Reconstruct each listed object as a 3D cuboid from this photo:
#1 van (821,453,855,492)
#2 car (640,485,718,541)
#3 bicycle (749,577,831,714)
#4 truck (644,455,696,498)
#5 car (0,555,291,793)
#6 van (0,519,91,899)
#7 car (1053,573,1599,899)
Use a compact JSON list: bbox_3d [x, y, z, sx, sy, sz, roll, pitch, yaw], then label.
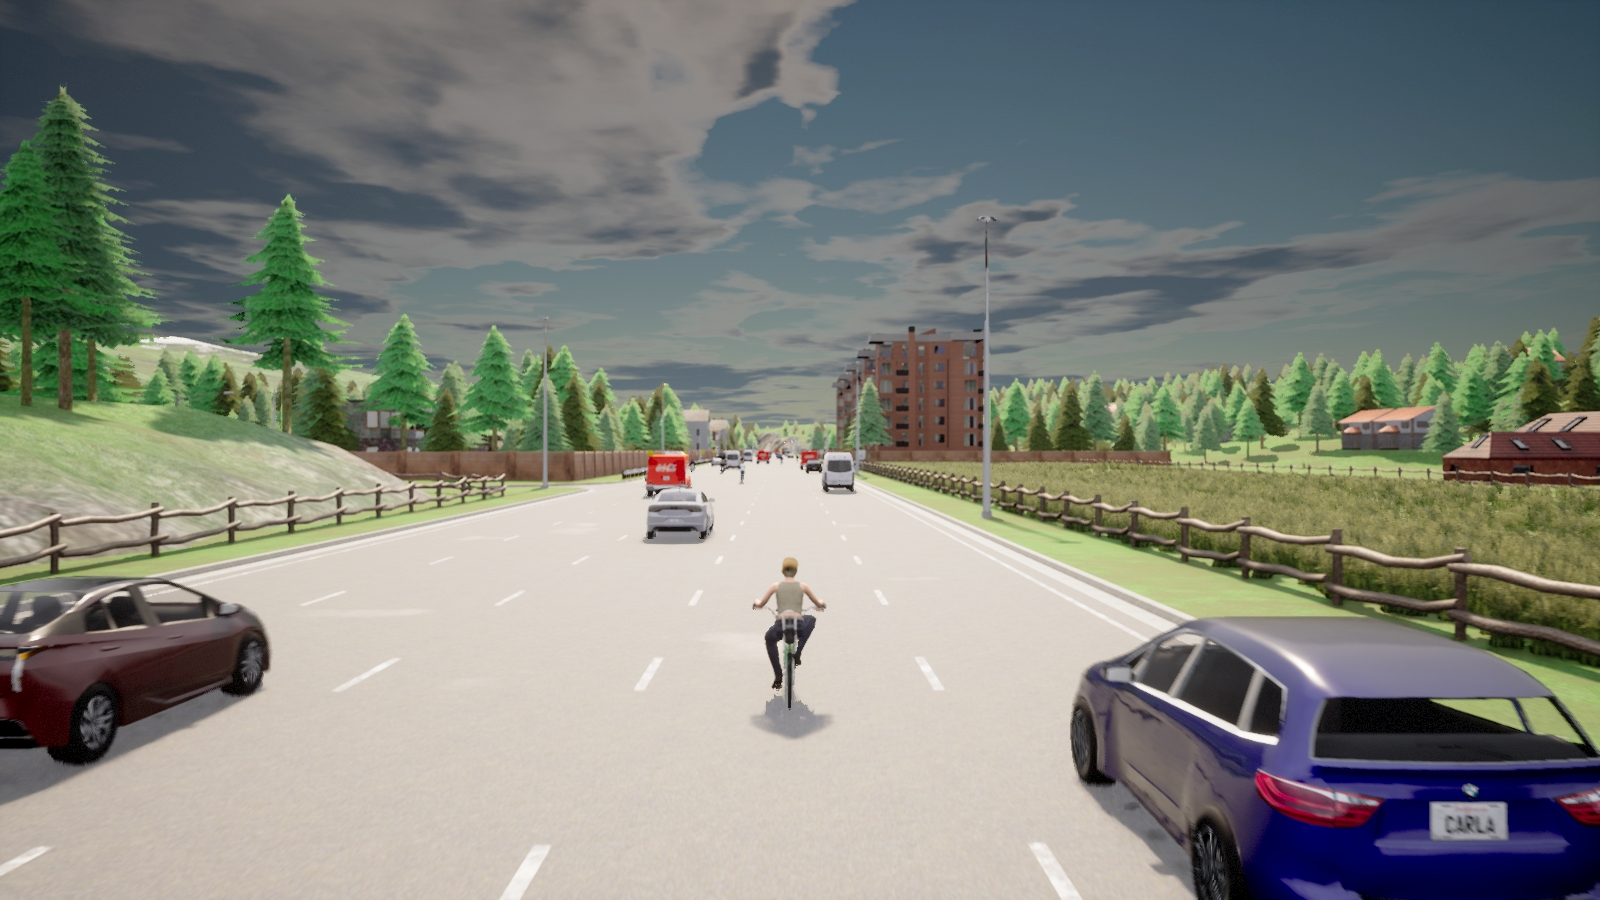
[{"bbox_3d":[2.542,1.487,77.635,1.988,2.561,5.915,0,0,-1],"label":"van"},{"bbox_3d":[-3.882,2.010,37.552,2.097,1.535,5.006,0,0,-1],"label":"car"},{"bbox_3d":[-0.116,2.149,12.801,0.859,1.276,1.487,0,0,-1],"label":"bicycle"},{"bbox_3d":[-7.827,1.528,69.183,2.627,2.467,5.204,0,0,-1],"label":"truck"},{"bbox_3d":[-7.155,2.032,11.571,2.007,1.525,4.514,0,0,0],"label":"car"},{"bbox_3d":[-3.509,1.533,1.129,1.988,2.561,5.915,0,0,-1],"label":"van"},{"bbox_3d":[3.442,1.963,8.087,2.242,1.667,4.611,0,0,-1],"label":"car"}]
